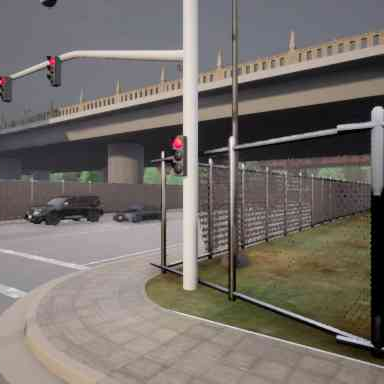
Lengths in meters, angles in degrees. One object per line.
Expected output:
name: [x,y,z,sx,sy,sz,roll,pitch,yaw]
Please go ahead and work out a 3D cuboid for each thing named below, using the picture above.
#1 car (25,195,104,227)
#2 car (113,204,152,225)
car: [-9.002,1.277,24.010,2.150,2.045,5.566,0,0,35]
car: [-3.917,1.618,25.138,1.994,1.385,4.181,0,0,35]
